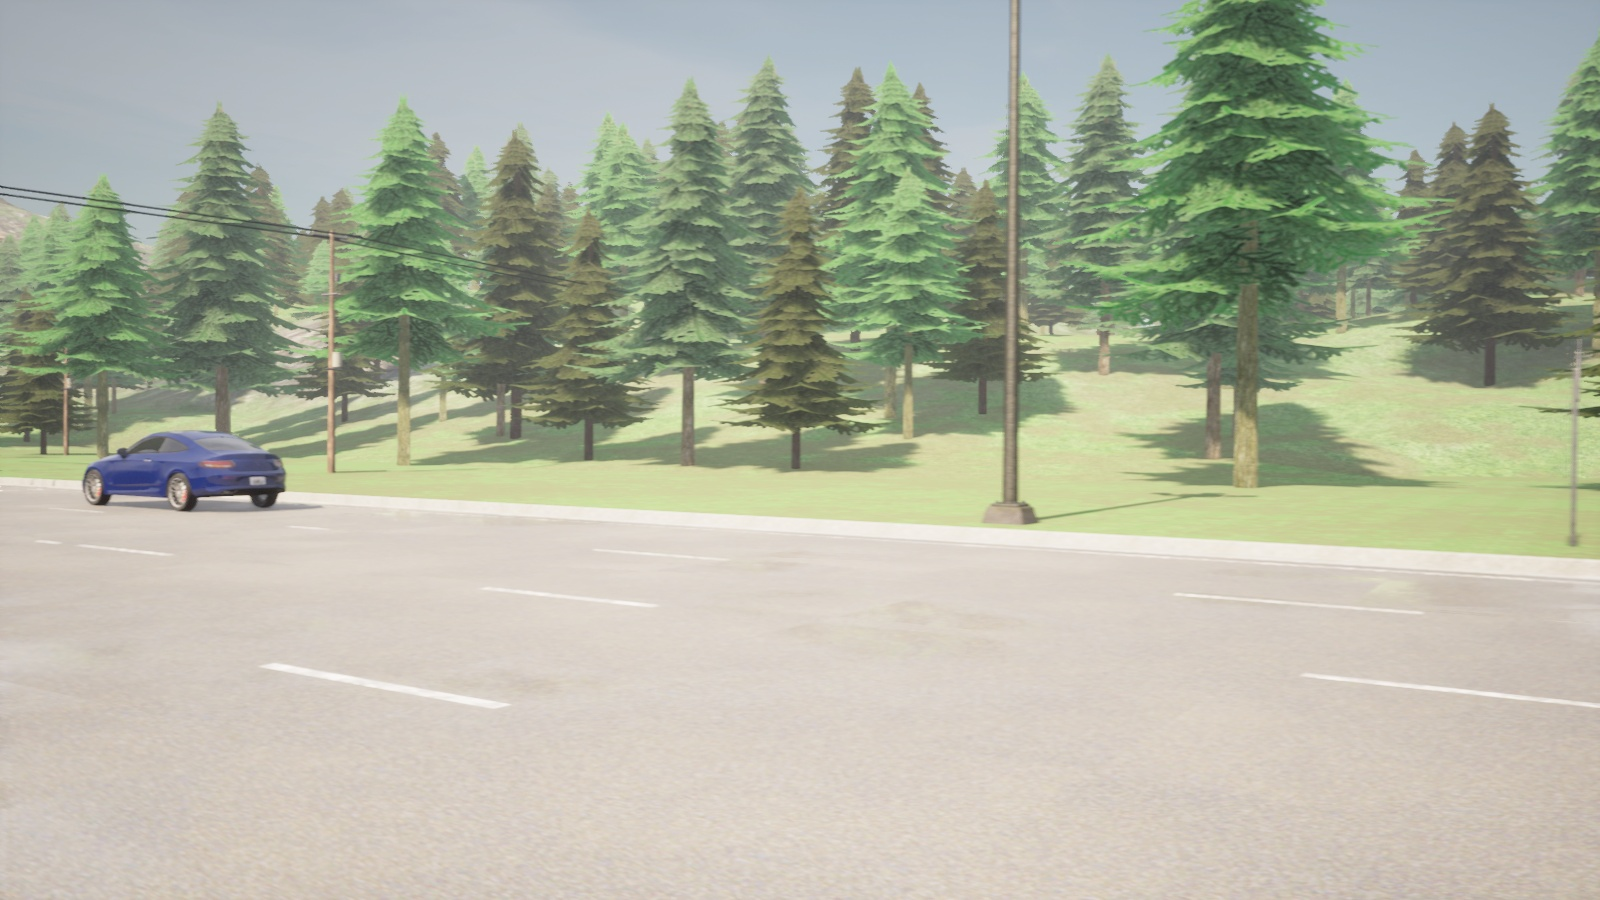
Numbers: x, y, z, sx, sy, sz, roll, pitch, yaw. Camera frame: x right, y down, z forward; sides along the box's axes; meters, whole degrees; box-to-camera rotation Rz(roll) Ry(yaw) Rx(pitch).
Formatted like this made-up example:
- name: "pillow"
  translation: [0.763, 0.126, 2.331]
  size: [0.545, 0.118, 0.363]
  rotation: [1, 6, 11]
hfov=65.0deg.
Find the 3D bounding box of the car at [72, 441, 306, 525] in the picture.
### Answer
- name: "car"
  translation: [-11.588, 0.570, 23.722]
  size: [4.674, 1.442, 1.812]
  rotation: [0, 1, 33]
